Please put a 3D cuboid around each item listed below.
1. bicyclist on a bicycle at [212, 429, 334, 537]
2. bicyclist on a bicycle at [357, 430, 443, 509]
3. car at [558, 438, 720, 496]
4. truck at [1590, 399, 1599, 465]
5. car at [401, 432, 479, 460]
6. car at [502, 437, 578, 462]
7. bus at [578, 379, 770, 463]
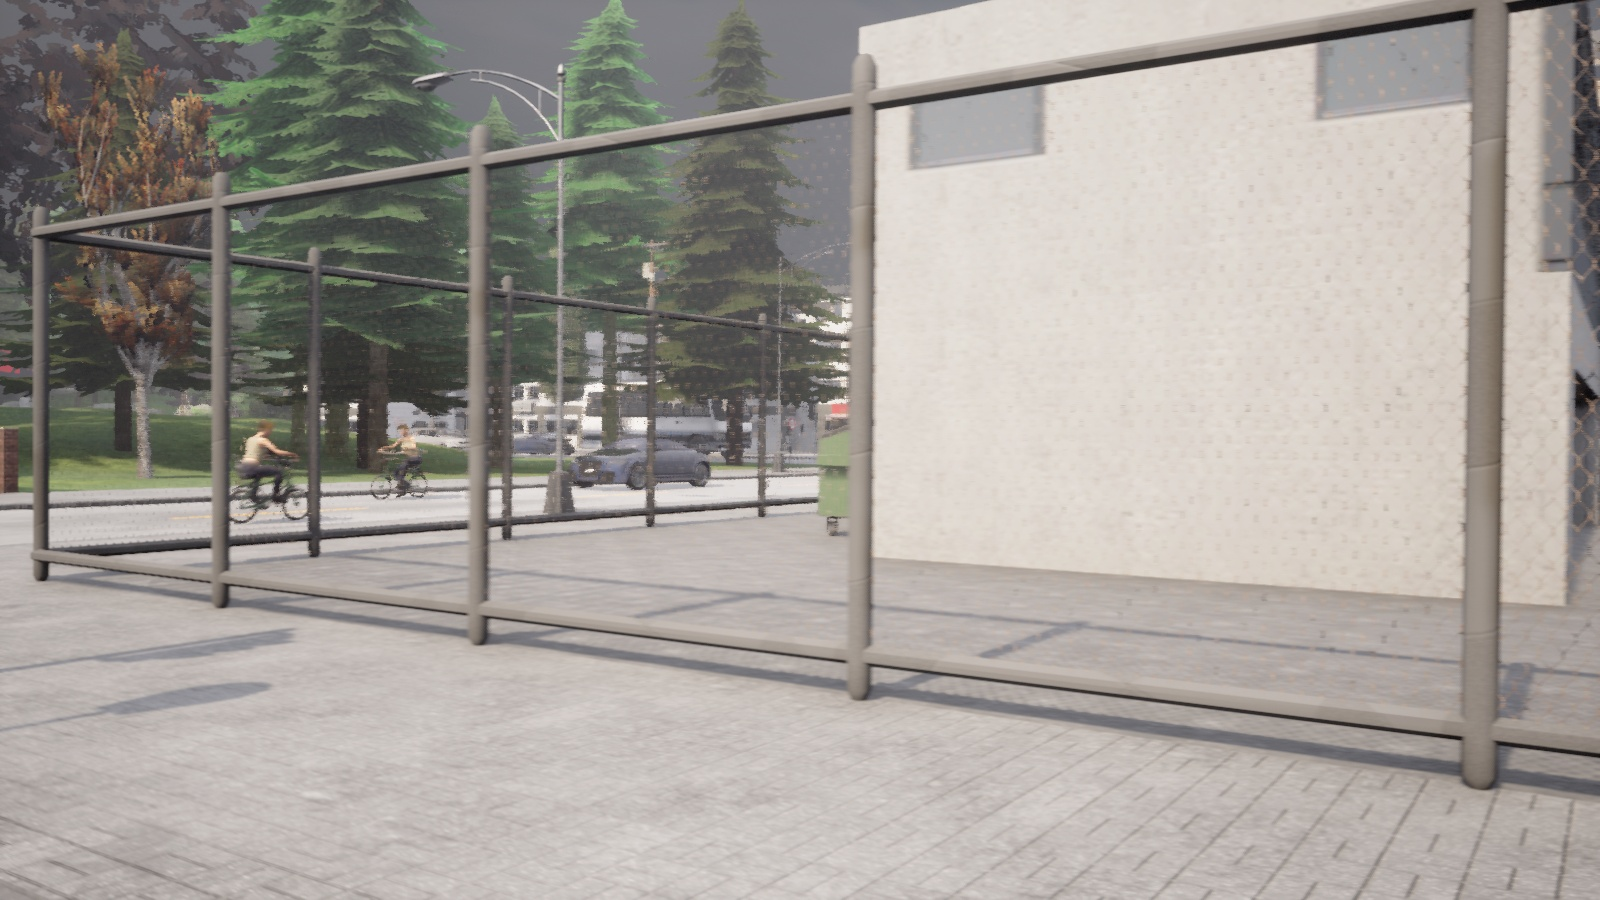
[{"bbox_3d":[-8.240,0.483,19.682,0.866,1.612,1.509,0,1,33],"label":"bicyclist on a bicycle"},{"bbox_3d":[-8.469,0.393,26.630,0.866,1.612,1.509,0,1,33],"label":"bicyclist on a bicycle"},{"bbox_3d":[-4.171,0.393,33.098,1.994,1.385,4.181,0,1,33],"label":"car"},{"bbox_3d":[32.573,-0.691,46.864,5.204,2.467,2.627,0,1,33],"label":"truck"},{"bbox_3d":[-22.551,-0.260,78.613,4.611,1.667,2.242,0,1,34],"label":"car"},{"bbox_3d":[-15.268,-0.044,73.768,4.181,1.385,1.994,0,1,33],"label":"car"},{"bbox_3d":[-6.957,-1.491,68.294,10.273,4.253,3.944,0,1,35],"label":"bus"}]
